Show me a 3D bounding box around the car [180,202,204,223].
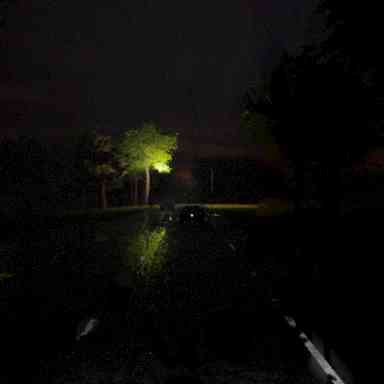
[{"bbox_3d":[-0.005,1.822,28.109,1.994,1.385,4.181,0,-1,0],"label":"car"}]

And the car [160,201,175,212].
[{"bbox_3d":[-3.520,1.985,47.545,2.128,1.511,4.902,0,-1,0],"label":"car"}]
